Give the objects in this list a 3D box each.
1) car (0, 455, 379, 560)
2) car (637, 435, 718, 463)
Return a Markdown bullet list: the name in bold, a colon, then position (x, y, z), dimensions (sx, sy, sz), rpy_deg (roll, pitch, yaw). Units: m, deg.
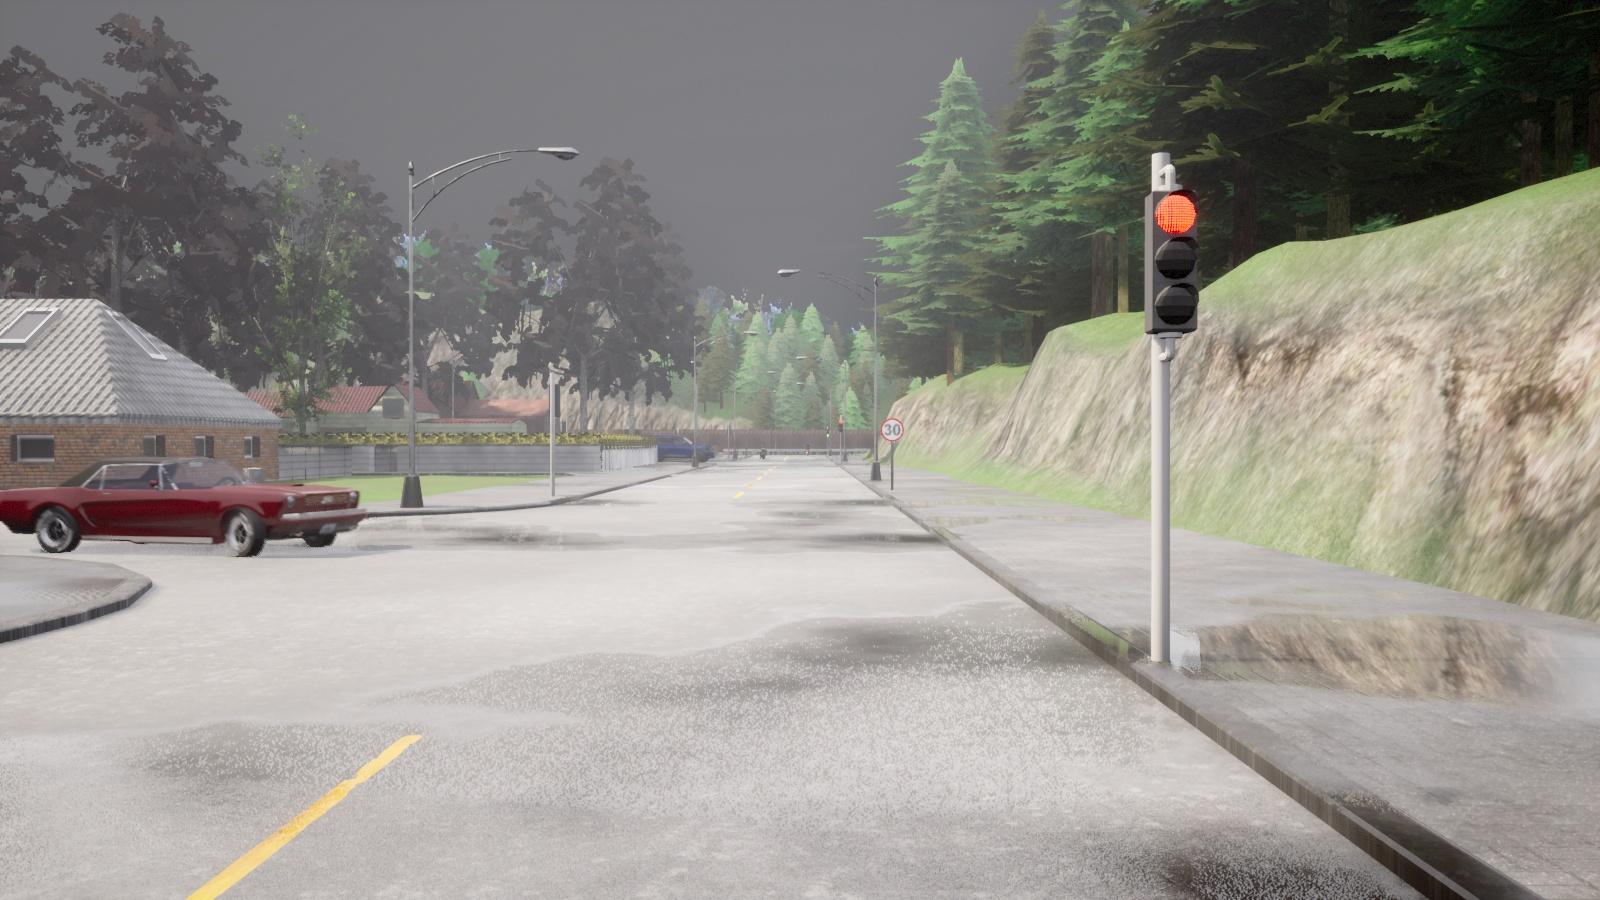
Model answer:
- **car**: position (-8.508, 0.741, 17.513), dimensions (4.718, 1.301, 1.895), rpy_deg (0, 0, 13)
- **car**: position (-8.945, -0.060, 91.852), dimensions (5.566, 2.045, 2.150), rpy_deg (0, 0, 7)
